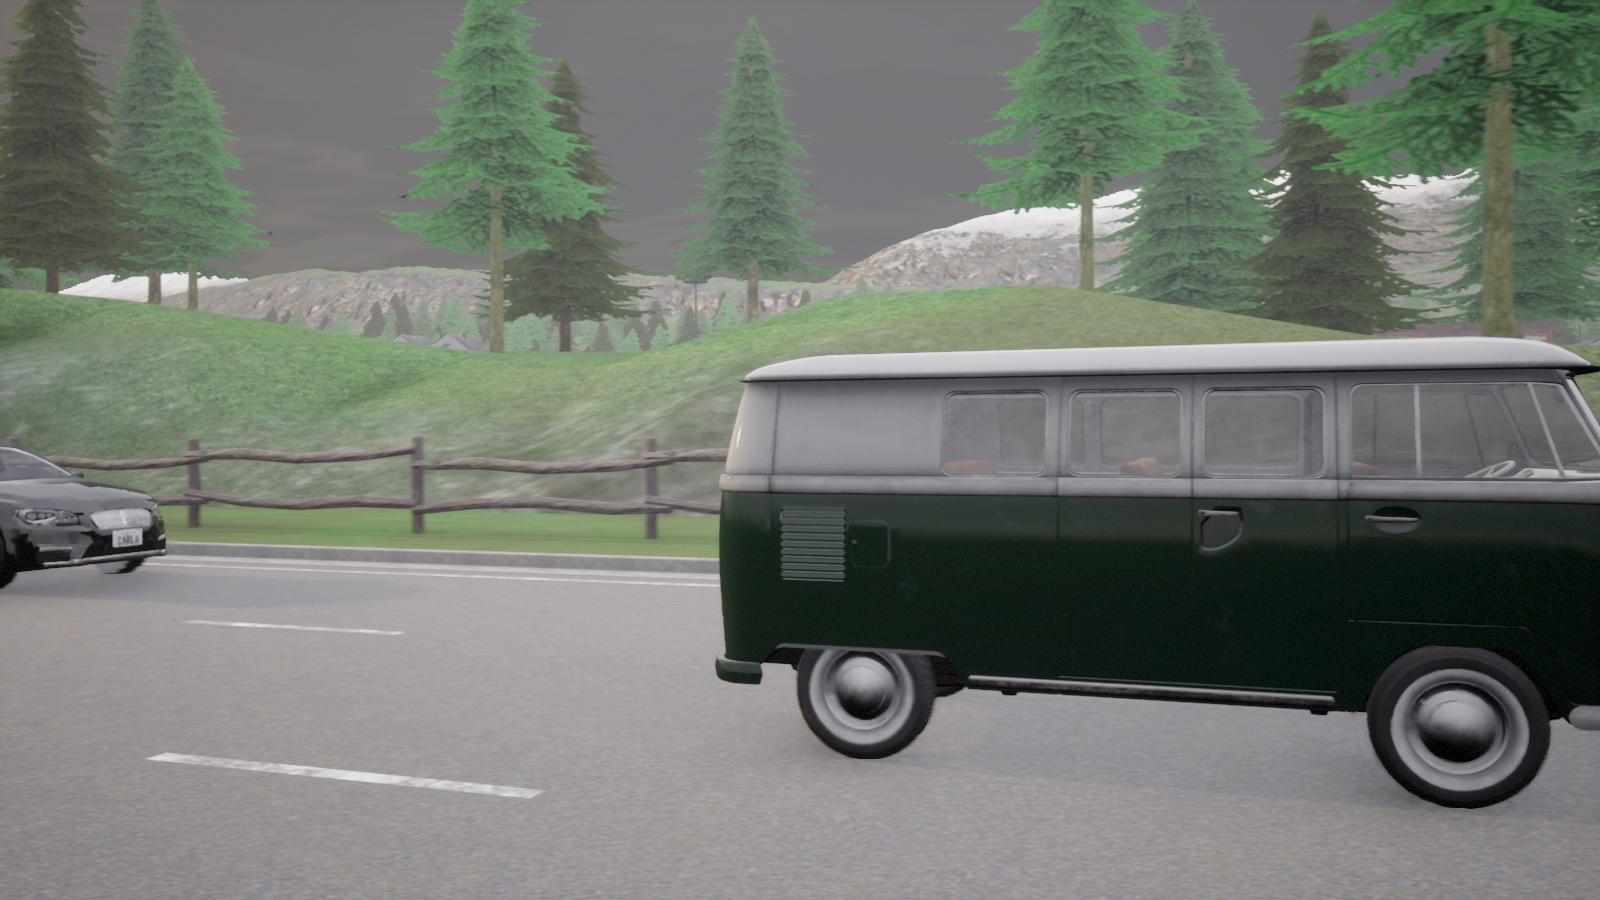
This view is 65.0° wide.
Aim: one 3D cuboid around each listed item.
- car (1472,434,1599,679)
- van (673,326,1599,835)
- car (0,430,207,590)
[{"bbox_3d":[7.100,0.667,8.188,4.514,1.525,2.007,0,1,19],"label":"car"},{"bbox_3d":[1.766,0.486,6.288,4.442,1.987,1.775,0,1,19],"label":"van"},{"bbox_3d":[-9.234,0.535,13.684,4.902,1.511,2.128,0,1,19],"label":"car"}]
